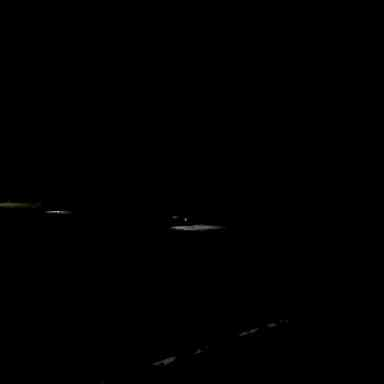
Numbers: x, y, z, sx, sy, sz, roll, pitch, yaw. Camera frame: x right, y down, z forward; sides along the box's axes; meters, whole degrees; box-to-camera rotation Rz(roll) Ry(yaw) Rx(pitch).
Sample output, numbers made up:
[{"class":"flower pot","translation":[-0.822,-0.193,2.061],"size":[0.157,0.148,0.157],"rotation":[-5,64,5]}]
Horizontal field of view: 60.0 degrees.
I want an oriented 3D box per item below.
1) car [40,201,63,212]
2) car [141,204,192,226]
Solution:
[{"class":"car","translation":[-18.999,1.878,44.984],"size":[1.994,1.385,4.181],"rotation":[0,-1,-40]},{"class":"car","translation":[-2.011,1.677,25.023],"size":[1.837,1.490,4.892],"rotation":[0,0,-40]}]
